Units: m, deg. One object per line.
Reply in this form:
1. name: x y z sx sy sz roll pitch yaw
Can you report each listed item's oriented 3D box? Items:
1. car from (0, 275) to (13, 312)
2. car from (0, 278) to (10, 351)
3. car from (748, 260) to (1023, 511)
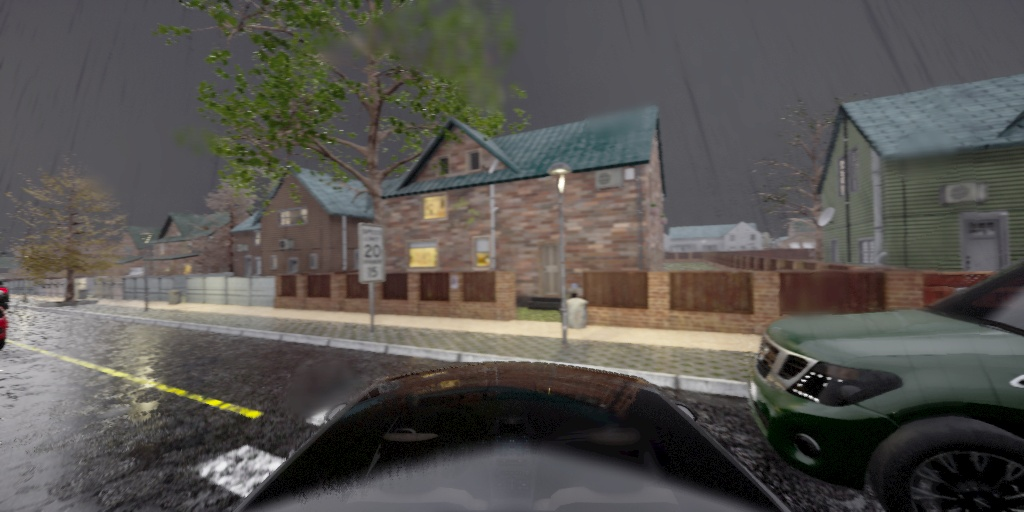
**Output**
1. car: -31.737 2.258 20.997 5.566 2.045 2.150 -3 -2 27
2. car: -15.633 1.557 9.434 5.566 2.045 2.150 -2 -1 27
3. car: 4.813 0.848 2.273 5.566 2.045 2.150 -2 -1 27
